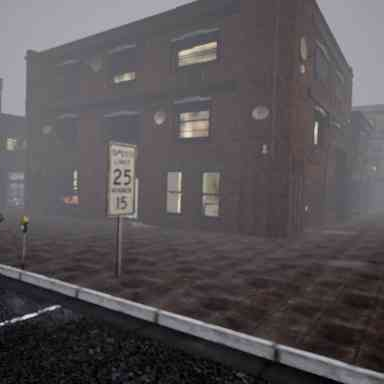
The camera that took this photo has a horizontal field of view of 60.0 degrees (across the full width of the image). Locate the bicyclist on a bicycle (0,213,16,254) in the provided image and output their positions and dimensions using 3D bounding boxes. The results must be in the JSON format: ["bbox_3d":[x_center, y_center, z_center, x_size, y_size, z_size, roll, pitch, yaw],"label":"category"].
[{"bbox_3d":[-5.686,1.005,9.175,0.582,1.620,1.656,2,3,34],"label":"bicyclist on a bicycle"}]
